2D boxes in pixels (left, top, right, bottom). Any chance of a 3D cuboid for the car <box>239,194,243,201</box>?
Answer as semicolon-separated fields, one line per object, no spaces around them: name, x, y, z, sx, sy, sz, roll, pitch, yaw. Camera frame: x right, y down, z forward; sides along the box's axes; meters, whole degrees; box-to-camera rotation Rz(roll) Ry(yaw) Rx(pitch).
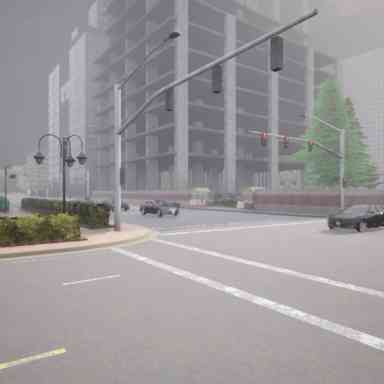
car;7.433;1.114;55.200;1.905;1.878;3.866;0;0;-36

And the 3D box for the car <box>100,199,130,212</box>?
car;-9.152;1.492;38.688;2.033;1.411;5.357;0;0;-36

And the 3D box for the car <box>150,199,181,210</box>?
car;-3.526;1.545;43.176;1.895;1.301;4.718;0;0;-36

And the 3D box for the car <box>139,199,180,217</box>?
car;-3.046;1.436;30.283;2.128;1.511;4.902;0;0;-36

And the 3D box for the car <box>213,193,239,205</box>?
car;5.043;1.114;53.485;1.905;1.878;3.866;0;0;-36

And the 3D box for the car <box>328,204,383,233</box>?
car;10.106;1.471;19.831;5.008;1.535;1.882;0;0;-36

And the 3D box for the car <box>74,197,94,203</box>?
car;-15.483;1.450;47.430;1.837;1.490;4.892;0;0;-36
